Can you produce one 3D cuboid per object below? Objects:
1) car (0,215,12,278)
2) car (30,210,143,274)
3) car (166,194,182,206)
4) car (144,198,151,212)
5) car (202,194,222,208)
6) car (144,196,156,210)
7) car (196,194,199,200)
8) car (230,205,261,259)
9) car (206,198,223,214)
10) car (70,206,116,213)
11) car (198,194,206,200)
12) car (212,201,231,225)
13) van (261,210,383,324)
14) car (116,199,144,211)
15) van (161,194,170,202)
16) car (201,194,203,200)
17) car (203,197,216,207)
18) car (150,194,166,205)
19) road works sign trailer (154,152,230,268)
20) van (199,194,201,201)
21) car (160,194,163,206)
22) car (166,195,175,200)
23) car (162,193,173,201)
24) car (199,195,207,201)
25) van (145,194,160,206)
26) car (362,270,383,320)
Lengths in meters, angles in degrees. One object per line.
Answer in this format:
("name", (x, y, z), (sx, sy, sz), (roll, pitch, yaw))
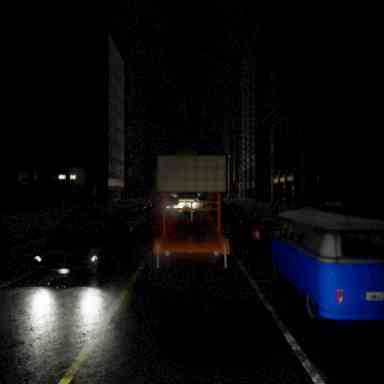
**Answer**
("car", (-5.765, 1.307, 6.845), (2.192, 1.841, 5.009), (0, 0, 0))
("car", (-3.107, 1.535, 10.736), (2.033, 1.411, 5.357), (0, 0, 0))
("car", (-3.120, 1.512, 53.148), (2.033, 1.411, 5.357), (0, 0, 0))
("car", (-5.787, 1.553, 34.893), (1.802, 1.307, 4.206), (0, 0, 0))
("car", (2.734, 1.284, 40.521), (2.192, 1.841, 5.009), (0, 0, 0))
("car", (-5.791, 1.494, 40.332), (1.752, 1.417, 4.829), (0, 0, 0))
("car", (2.710, 1.273, 74.176), (2.192, 1.841, 5.009), (0, 0, 0))
("car", (2.755, 1.427, 12.476), (1.967, 1.590, 4.097), (0, 0, 0))
("car", (2.738, 1.553, 34.912), (1.802, 1.307, 4.206), (0, 0, 0))
("car", (-5.774, 1.548, 18.065), (1.947, 1.339, 4.313), (0, 0, 0))
("car", (2.697, 1.396, 91.003), (1.967, 1.590, 4.097), (0, 0, 0))
("car", (2.747, 1.543, 23.694), (1.947, 1.339, 4.313), (0, 0, 0))
("van", (2.759, 1.334, 6.866), (1.690, 1.788, 3.998), (0, 0, 0))
("car", (-5.783, 1.525, 29.283), (2.008, 1.369, 4.403), (0, 0, 0))
("van", (-5.815, 1.299, 74.159), (1.690, 1.788, 3.998), (0, 0, 0))
("car", (2.730, 1.282, 46.130), (2.192, 1.841, 5.009), (0, 0, 0))
("car", (2.726, 1.490, 51.910), (1.752, 1.417, 4.829), (0, 0, 0))
("car", (-5.803, 1.278, 57.331), (2.192, 1.841, 5.009), (0, 0, 0))
("road works sign trailer", (-0.008, 0.452, 11.197), (2.380, 3.560, 2.880), (0, 0, 0))
("van", (2.718, 1.302, 62.957), (1.690, 1.788, 3.998), (0, 0, 0))
("car", (-5.799, 1.405, 51.721), (1.967, 1.590, 4.097), (0, 0, 0))
("car", (-5.828, 1.506, 90.987), (2.008, 1.369, 4.403), (0, 0, 0))
("car", (-5.820, 1.272, 79.769), (2.192, 1.841, 5.009), (0, 0, 0))
("car", (2.701, 1.501, 85.394), (1.887, 1.381, 4.507), (0, 0, 0))
("van", (-5.795, 1.308, 46.112), (1.690, 1.788, 3.998), (0, 0, 0))
("car", (2.763, 1.543, 1.258), (1.887, 1.381, 4.507), (0, 0, 0))
